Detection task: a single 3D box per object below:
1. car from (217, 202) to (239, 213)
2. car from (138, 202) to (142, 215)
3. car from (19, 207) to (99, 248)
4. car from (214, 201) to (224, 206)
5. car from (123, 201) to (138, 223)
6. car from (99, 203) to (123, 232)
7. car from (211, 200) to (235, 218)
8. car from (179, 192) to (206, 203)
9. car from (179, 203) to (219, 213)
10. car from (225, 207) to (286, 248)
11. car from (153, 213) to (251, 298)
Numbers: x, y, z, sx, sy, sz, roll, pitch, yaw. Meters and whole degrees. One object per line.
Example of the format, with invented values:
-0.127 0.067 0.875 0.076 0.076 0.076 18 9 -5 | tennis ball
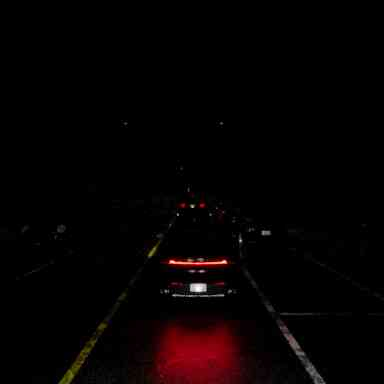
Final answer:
2.783 1.542 19.978 1.887 1.381 4.507 -1 0 0 | car
-5.723 1.542 31.003 1.887 1.381 4.507 -1 0 0 | car
-5.752 1.437 14.487 1.967 1.590 4.097 -1 0 0 | car
2.793 1.542 25.483 1.887 1.381 4.507 -1 0 0 | car
-5.732 1.548 25.498 2.008 1.369 4.403 -1 0 0 | car
-5.741 1.563 19.993 1.947 1.339 4.313 -1 0 0 | car
2.802 1.542 30.989 1.887 1.381 4.507 -1 0 0 | car
0.046 1.219 28.486 2.150 2.045 5.566 0 0 0 | car
0.123 1.544 18.241 2.033 1.411 5.357 0 0 0 | car
2.774 1.563 14.473 1.947 1.339 4.313 -1 0 0 | car
0.116 1.503 8.504 1.837 1.490 4.892 0 0 0 | car
